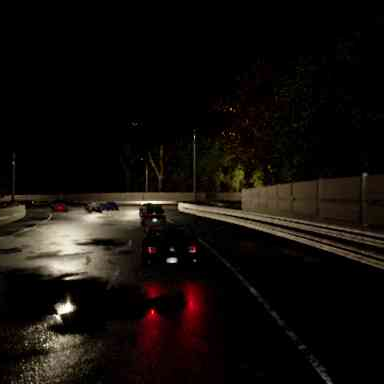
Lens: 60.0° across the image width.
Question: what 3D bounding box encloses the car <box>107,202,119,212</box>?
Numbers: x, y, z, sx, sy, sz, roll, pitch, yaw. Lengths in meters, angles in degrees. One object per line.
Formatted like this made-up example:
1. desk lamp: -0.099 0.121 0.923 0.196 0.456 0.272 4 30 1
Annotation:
1. car: -12.661 2.275 51.455 1.812 1.442 4.674 0 -1 -27

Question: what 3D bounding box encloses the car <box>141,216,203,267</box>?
1. car: -0.815 1.769 12.064 1.895 1.301 4.718 0 -1 -6

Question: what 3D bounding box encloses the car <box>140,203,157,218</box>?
1. car: -5.028 2.049 38.342 1.837 1.490 4.892 0 0 -8

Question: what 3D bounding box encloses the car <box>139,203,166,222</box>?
1. car: -3.196 1.888 27.187 1.837 1.490 4.892 0 -1 -10

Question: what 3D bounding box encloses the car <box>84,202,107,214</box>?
1. car: -13.504 2.216 45.326 2.033 1.411 5.357 0 -1 -25

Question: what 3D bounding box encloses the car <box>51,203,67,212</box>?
1. car: -20.461 2.338 51.229 1.994 1.385 4.181 0 -1 -28
